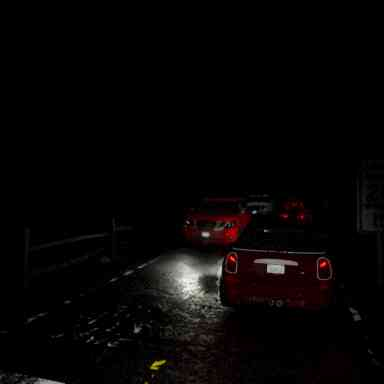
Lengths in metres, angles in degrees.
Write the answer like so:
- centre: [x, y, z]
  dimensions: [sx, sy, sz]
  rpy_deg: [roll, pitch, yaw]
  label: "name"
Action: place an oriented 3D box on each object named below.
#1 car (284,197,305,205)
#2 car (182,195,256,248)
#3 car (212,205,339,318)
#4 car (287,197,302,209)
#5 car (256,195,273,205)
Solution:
- centre: [11.239, 1.375, 36.567]
  dimensions: [2.097, 1.767, 4.553]
  rpy_deg: [0, 0, 18]
  label: "car"
- centre: [1.321, 1.235, 14.813]
  dimensions: [2.150, 2.045, 5.566]
  rpy_deg: [0, -1, 17]
  label: "car"
- centre: [2.090, 1.357, 7.788]
  dimensions: [2.097, 1.767, 4.553]
  rpy_deg: [0, 0, 18]
  label: "car"
- centre: [14.241, 1.506, 46.212]
  dimensions: [1.882, 1.535, 5.008]
  rpy_deg: [0, 0, 18]
  label: "car"
- centre: [5.795, 1.242, 28.920]
  dimensions: [2.150, 2.045, 5.566]
  rpy_deg: [0, 0, 18]
  label: "car"
